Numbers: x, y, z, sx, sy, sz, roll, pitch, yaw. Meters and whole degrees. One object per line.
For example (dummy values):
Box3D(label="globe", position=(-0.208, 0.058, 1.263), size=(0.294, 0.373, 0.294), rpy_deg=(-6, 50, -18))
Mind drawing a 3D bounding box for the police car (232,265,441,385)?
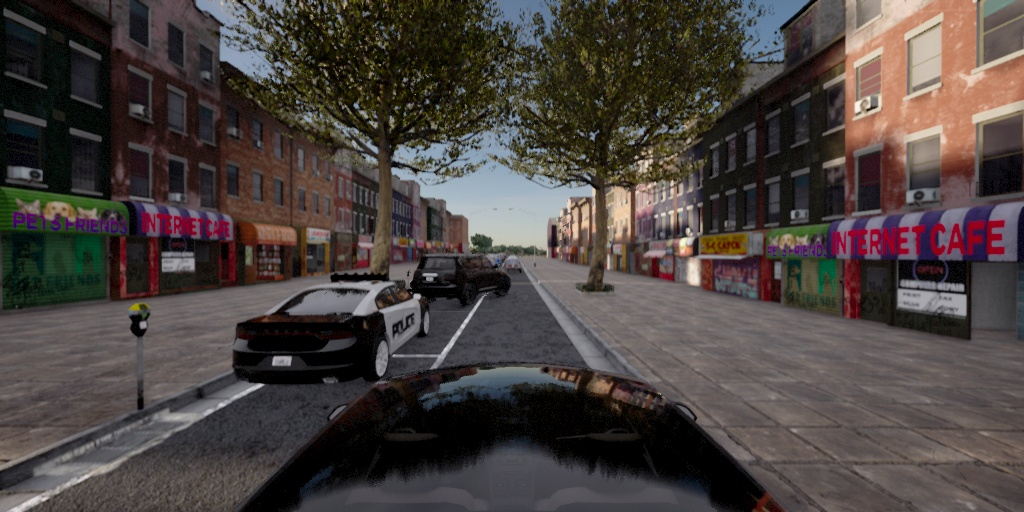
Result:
Box3D(label="police car", position=(-3.007, 1.158, 7.274), size=(1.930, 1.638, 5.238), rpy_deg=(0, 0, 0))

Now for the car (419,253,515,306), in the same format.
Box3D(label="car", position=(-2.013, 0.921, 15.774), size=(2.150, 2.045, 5.566), rpy_deg=(0, 1, 22))

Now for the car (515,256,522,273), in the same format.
Box3D(label="car", position=(0.102, 1.032, 38.598), size=(2.033, 1.411, 5.357), rpy_deg=(0, 1, 0))
